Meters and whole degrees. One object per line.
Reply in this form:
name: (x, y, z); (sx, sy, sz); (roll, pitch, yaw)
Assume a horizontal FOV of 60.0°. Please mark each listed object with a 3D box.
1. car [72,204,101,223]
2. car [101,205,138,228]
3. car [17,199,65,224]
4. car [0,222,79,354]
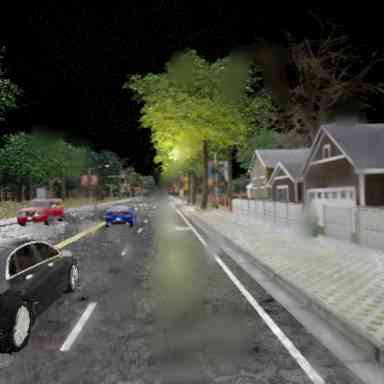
car: (-8.882, 1.812, 28.572); (1.812, 1.442, 4.674); (-1, 0, -5)
car: (-5.070, 1.656, 24.363); (1.882, 1.535, 5.008); (-1, 0, -5)
car: (-12.011, 1.588, 26.943); (2.150, 2.045, 5.566); (-1, 0, -5)
car: (-3.524, 1.607, 6.179); (1.837, 1.490, 4.892); (-1, 0, -5)
